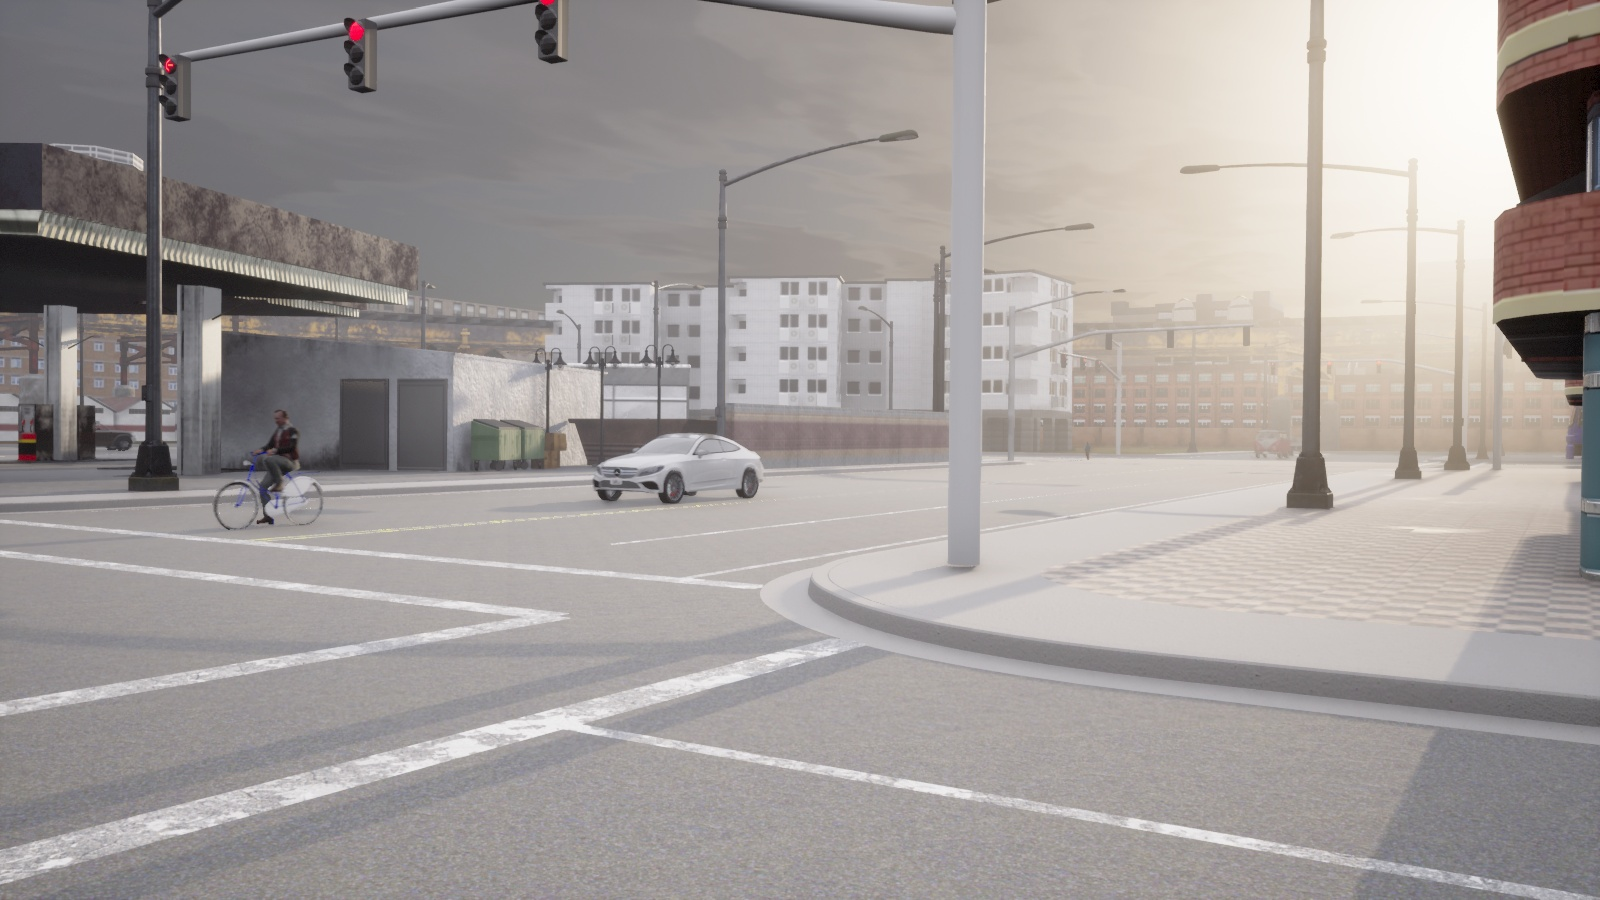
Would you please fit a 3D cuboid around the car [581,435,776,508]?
[{"bbox_3d":[-2.538,0.406,27.390,1.812,1.442,4.674,0,1,31],"label":"car"}]

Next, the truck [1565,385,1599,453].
[{"bbox_3d":[43.929,-1.665,64.401,7.936,3.462,2.891,-1,0,32],"label":"truck"}]

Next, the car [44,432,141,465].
[{"bbox_3d":[-41.942,-0.089,74.519,1.932,1.855,4.605,0,1,41],"label":"car"}]

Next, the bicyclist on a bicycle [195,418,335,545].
[{"bbox_3d":[-7.828,0.421,18.456,0.659,1.776,1.843,0,1,31],"label":"bicyclist on a bicycle"}]

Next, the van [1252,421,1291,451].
[{"bbox_3d":[32.558,-0.993,86.678,1.775,1.987,4.442,0,1,31],"label":"van"}]
